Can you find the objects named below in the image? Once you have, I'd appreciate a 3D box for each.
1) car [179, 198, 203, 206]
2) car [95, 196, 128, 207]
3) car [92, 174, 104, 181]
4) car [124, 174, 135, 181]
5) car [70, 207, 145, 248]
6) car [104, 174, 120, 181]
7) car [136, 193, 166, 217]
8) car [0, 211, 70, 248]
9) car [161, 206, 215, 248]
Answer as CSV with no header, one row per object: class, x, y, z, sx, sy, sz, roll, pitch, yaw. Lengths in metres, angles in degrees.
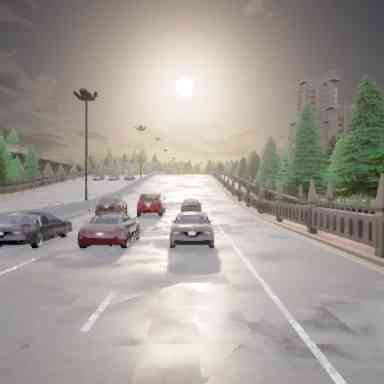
car,-0.076,1.313,29.692,1.837,1.490,4.892,0,2,0
car,-7.076,1.164,29.618,2.097,1.767,4.553,0,2,0
car,-21.333,-3.289,76.056,2.033,1.411,5.357,0,7,0
car,-14.333,-3.351,76.087,1.882,1.535,5.008,0,7,0
car,-3.500,1.572,14.655,1.994,1.385,4.181,0,0,0
car,-17.833,-3.289,76.075,2.033,1.411,5.357,0,7,0
car,-3.576,1.050,29.694,2.150,2.045,5.566,0,2,0
car,-7.000,1.563,14.653,2.033,1.411,5.357,0,0,0
car,0.000,1.563,14.656,2.033,1.411,5.357,0,0,0
